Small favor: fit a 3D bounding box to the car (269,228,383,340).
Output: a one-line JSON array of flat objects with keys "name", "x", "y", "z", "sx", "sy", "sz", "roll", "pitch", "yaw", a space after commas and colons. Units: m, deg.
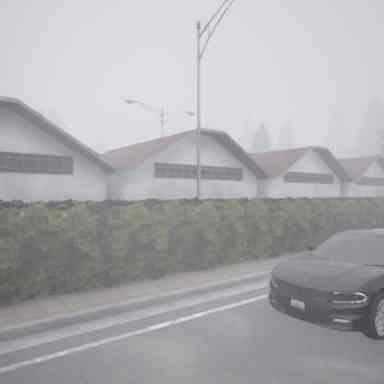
[{"name": "car", "x": 3.670, "y": 1.526, "z": 6.827, "sx": 5.008, "sy": 1.535, "sz": 1.882, "roll": 0, "pitch": -1, "yaw": -37}]
